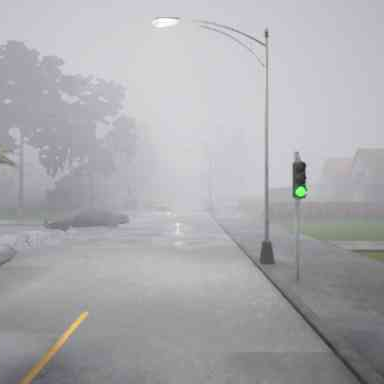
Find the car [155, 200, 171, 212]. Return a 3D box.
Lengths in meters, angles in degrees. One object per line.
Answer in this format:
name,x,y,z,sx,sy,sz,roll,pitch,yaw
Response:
car,-4.011,1.891,45.772,1.882,1.535,5.008,0,0,0

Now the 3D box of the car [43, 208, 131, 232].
car,-6.816,1.746,21.912,5.357,1.411,2.033,0,0,-31
